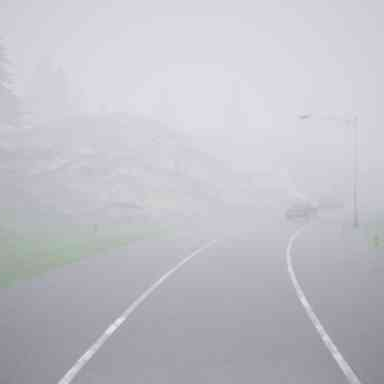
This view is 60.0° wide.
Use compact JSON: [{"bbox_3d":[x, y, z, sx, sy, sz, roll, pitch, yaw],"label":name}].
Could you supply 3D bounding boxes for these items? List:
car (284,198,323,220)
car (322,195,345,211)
[{"bbox_3d":[9.569,1.600,28.912,2.033,1.411,5.357,0,1,32],"label":"car"},{"bbox_3d":[16.199,1.138,38.503,2.097,1.767,4.553,0,2,37],"label":"car"}]
